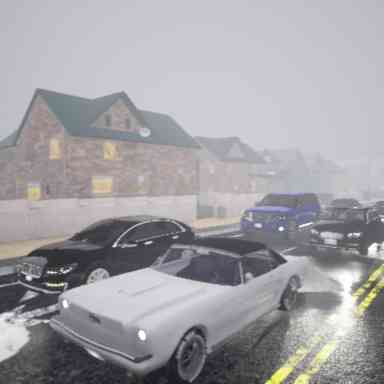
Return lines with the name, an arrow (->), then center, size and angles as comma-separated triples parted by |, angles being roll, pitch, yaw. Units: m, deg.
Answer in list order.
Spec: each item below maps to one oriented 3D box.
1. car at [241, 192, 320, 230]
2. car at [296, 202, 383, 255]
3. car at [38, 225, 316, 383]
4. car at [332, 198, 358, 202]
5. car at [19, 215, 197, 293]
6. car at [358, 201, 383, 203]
car -> 4.493, 1.025, 16.018 | 2.150, 2.045, 5.566 | 1, 1, 39
car -> 6.073, 1.345, 12.794 | 2.128, 1.511, 4.902 | 1, 1, 39
car -> 0.258, 1.525, 5.531 | 1.895, 1.301, 4.718 | 1, 1, 39
car -> 11.016, 1.232, 24.137 | 1.837, 1.490, 4.892 | 1, 1, 39
car -> -1.669, 1.383, 8.323 | 1.837, 1.490, 4.892 | 1, 1, 37
car -> 11.876, 1.276, 20.025 | 2.128, 1.511, 4.902 | 1, 1, 39
